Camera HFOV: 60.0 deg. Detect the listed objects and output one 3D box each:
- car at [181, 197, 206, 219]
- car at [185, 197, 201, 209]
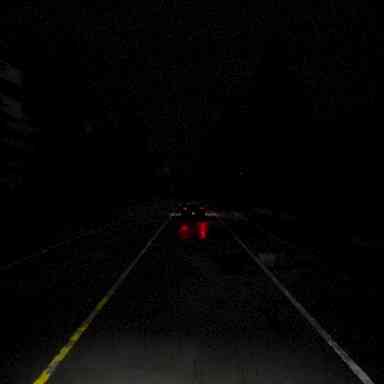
[{"bbox_3d":[0.098,1.320,26.120,1.812,1.442,4.674,0,0,0],"label":"car"},{"bbox_3d":[0.088,1.280,40.712,1.895,1.301,4.718,0,0,0],"label":"car"}]
